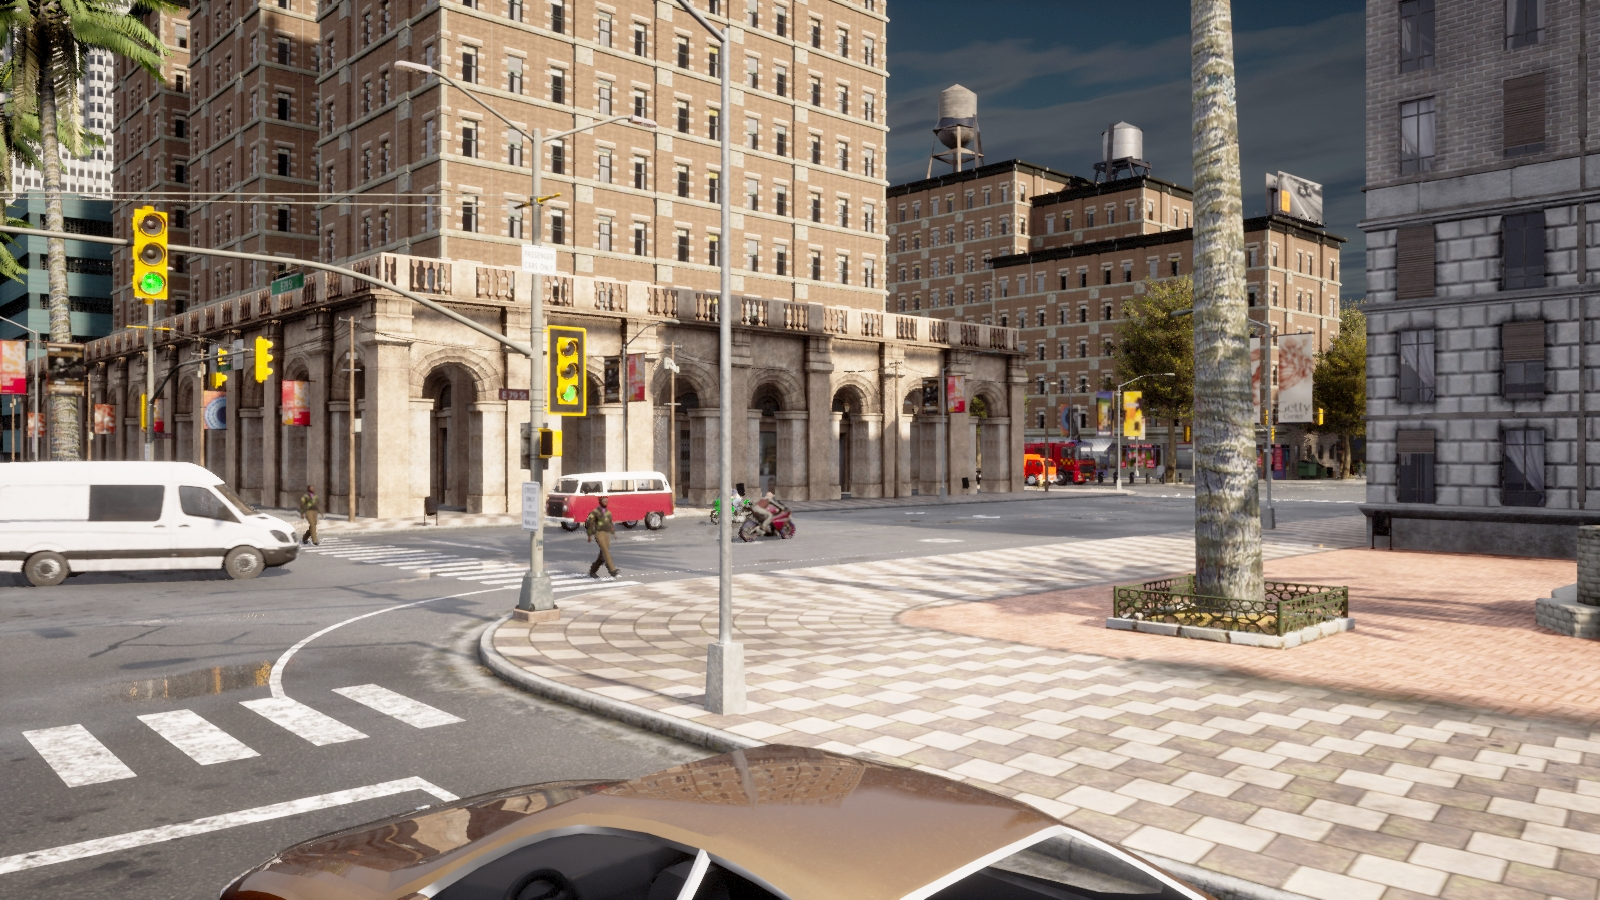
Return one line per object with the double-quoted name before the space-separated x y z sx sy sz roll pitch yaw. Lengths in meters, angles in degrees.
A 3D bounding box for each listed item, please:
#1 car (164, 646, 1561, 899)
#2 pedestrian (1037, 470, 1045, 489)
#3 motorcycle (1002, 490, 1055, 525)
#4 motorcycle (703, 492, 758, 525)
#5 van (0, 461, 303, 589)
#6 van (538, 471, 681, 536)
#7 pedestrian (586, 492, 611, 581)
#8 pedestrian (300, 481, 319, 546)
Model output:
"car" -0.309 1.992 4.310 5.027 1.651 2.152 0 0 42
"pedestrian" 16.059 1.976 76.266 0.375 1.300 0.375 0 0 43
"motorcycle" 8.868 2.205 44.301 2.209 1.251 0.867 0 0 -42
"motorcycle" -2.608 2.213 43.140 2.033 1.145 0.803 0 0 -43
"van" -14.123 1.534 24.886 5.915 2.561 1.988 0 0 -19
"van" -6.553 1.783 39.554 4.480 2.038 2.069 0 0 -42
"pedestrian" -4.329 1.849 24.520 0.375 1.860 0.375 0 0 42
"pedestrian" -14.325 1.849 33.387 0.375 1.860 0.375 0 0 41
